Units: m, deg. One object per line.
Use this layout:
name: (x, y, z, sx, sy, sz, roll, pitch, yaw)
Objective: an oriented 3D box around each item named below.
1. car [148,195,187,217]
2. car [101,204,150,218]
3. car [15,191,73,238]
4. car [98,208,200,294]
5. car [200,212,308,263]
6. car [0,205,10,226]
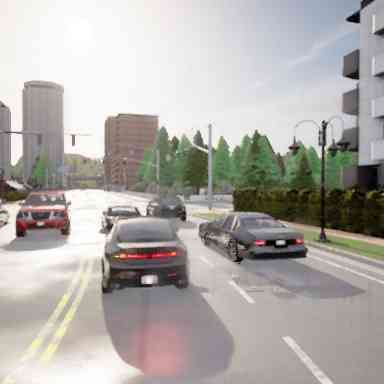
car: (-1.883, 1.006, 23.118, 2.097, 1.767, 4.553, 0, 1, -16)
car: (-3.702, 1.339, 17.393, 1.895, 1.301, 4.718, 0, 1, -18)
car: (-7.276, 0.969, 16.738, 2.150, 2.045, 5.566, 0, 1, -18)
car: (-1.308, 1.373, 8.587, 1.837, 1.490, 4.892, 0, 1, -12)
car: (1.732, 1.377, 11.370, 2.033, 1.411, 5.357, 0, 1, -15)
car: (-11.529, 1.282, 18.466, 1.994, 1.385, 4.181, 0, 1, -18)
